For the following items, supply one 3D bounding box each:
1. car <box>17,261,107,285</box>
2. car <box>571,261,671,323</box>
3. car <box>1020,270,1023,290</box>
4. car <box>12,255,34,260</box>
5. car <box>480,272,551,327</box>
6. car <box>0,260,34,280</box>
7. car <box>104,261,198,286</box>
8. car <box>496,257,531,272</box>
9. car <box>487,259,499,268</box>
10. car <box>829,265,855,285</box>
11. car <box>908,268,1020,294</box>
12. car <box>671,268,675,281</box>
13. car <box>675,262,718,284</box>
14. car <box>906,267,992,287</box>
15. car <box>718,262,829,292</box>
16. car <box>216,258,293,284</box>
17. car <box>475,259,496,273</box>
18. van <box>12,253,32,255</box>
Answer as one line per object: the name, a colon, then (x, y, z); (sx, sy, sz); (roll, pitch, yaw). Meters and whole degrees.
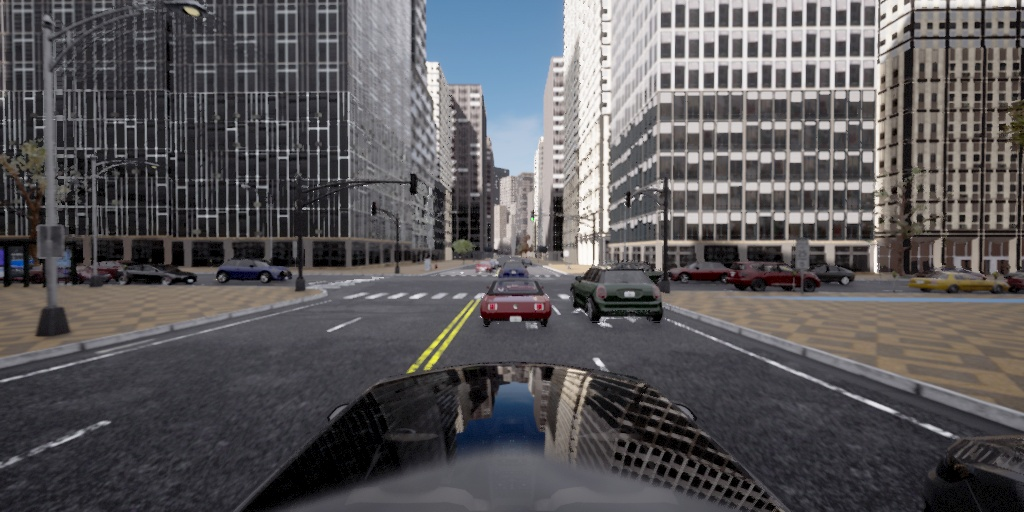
car: (-28.413, 1.156, 23.100); (4.207, 1.307, 1.802); (0, 0, 1)
car: (3.350, 1.103, 12.325); (2.097, 1.767, 4.553); (0, 0, 0)
car: (33.114, 1.703, 22.139); (4.207, 1.307, 1.802); (0, 0, 1)
car: (-38.485, 0.918, 26.000); (5.008, 1.535, 1.882); (1, 1, 1)
car: (0.100, 1.352, 11.558); (1.895, 1.301, 4.718); (0, 0, 0)
car: (-34.093, 1.087, 23.274); (4.313, 1.339, 1.948); (0, 0, 1)
car: (-22.729, 1.192, 22.966); (4.313, 1.339, 1.948); (0, 0, 1)
car: (0.115, 1.115, 27.046); (2.097, 1.767, 4.553); (0, 1, 0)
car: (-3.253, 1.263, 63.033); (1.812, 1.442, 4.674); (0, 0, 1)
car: (23.870, 1.455, 28.075); (4.892, 1.490, 1.837); (1, 1, 1)
car: (27.644, 1.597, 22.233); (4.829, 1.417, 1.751); (0, 0, 1)
car: (8.523, 1.227, 24.548); (4.553, 1.767, 2.097); (0, 2, -29)
car: (14.626, 1.220, 28.292); (4.553, 1.767, 2.097); (1, 1, 2)
car: (33.854, 1.601, 27.897); (4.181, 1.385, 1.994); (0, 1, 1)
car: (16.196, 1.287, 22.432); (5.009, 1.841, 2.192); (0, 0, 1)
car: (-18.230, 0.977, 25.545); (4.553, 1.767, 2.097); (1, 1, 2)
car: (-3.324, 1.273, 43.372); (1.812, 1.442, 4.674); (0, 0, 0)
van: (-45.283, 0.629, 31.936); (3.998, 1.789, 1.690); (0, 0, 1)
